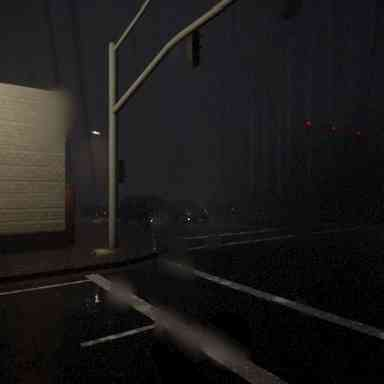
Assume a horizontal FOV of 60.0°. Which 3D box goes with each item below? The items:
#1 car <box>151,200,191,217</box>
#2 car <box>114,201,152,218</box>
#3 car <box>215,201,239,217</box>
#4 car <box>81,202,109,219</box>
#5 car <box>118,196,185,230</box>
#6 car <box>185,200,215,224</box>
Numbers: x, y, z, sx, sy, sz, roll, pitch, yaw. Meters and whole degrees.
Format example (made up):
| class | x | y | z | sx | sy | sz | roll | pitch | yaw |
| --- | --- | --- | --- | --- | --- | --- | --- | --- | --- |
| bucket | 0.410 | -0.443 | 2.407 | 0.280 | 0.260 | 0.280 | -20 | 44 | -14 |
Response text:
| class | x | y | z | sx | sy | sz | roll | pitch | yaw |
| --- | --- | --- | --- | --- | --- | --- | --- | --- | --- |
| car | -2.203 | 1.581 | 33.466 | 1.812 | 1.442 | 4.674 | 0 | 0 | -36 |
| car | -5.737 | 1.619 | 32.089 | 1.994 | 1.385 | 4.181 | 0 | 0 | -35 |
| car | 2.634 | 1.619 | 32.744 | 1.994 | 1.385 | 4.181 | 0 | 0 | -36 |
| car | -8.550 | 1.619 | 30.013 | 1.994 | 1.385 | 4.181 | 0 | 0 | -35 |
| car | -3.084 | 1.277 | 22.348 | 2.150 | 2.045 | 5.566 | 0 | 0 | -36 |
| car | -0.717 | 1.407 | 25.061 | 2.097 | 1.767 | 4.553 | 0 | 0 | -36 |
